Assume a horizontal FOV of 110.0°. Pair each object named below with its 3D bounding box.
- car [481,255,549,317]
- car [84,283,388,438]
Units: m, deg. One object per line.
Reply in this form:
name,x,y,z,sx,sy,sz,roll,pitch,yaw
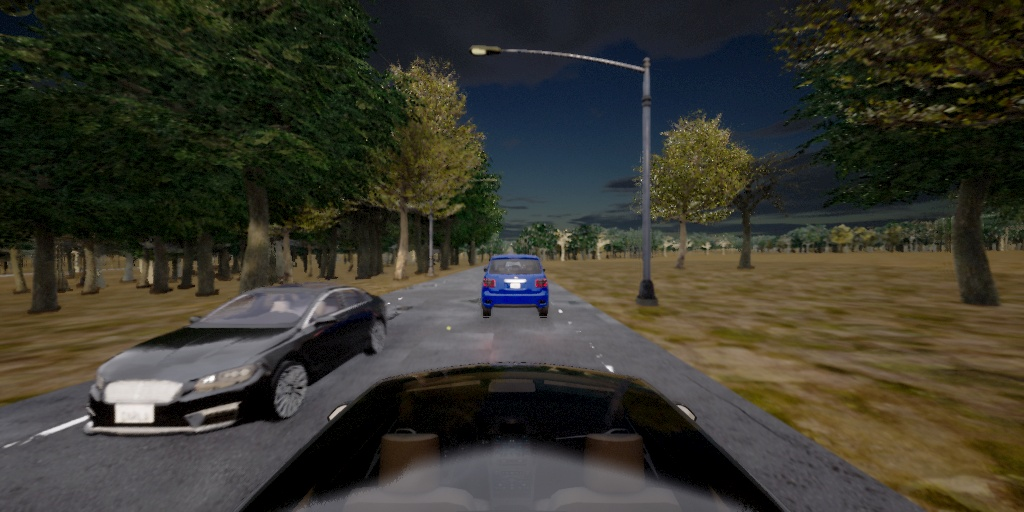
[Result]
car,0.098,0.978,13.297,2.150,2.045,5.566,0,0,0
car,-3.598,1.240,5.870,2.128,1.511,4.902,0,0,0
